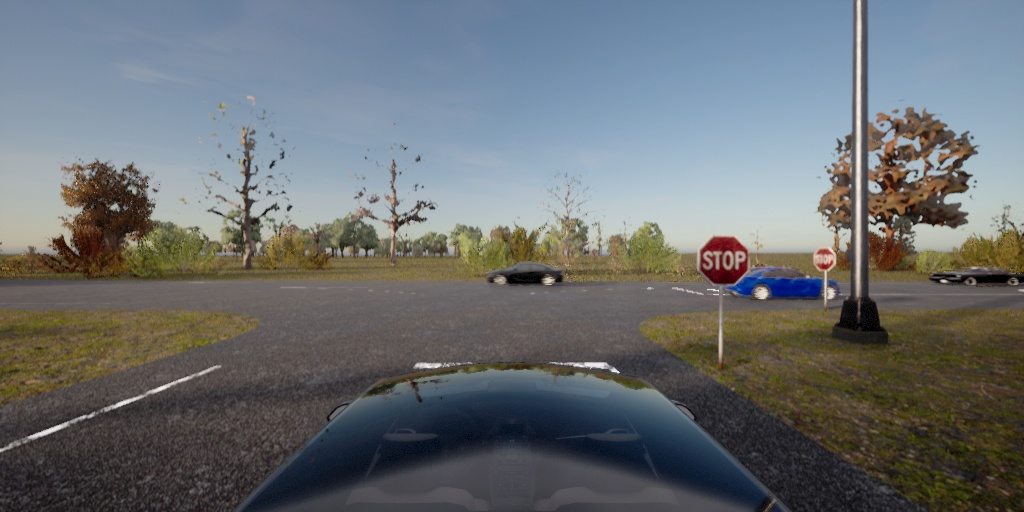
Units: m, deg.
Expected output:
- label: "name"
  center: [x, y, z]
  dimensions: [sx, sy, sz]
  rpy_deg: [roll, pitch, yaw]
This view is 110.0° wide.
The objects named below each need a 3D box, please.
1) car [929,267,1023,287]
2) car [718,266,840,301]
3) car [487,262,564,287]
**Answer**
- label: "car"
  center: [31.459, 1.394, 24.337]
  dimensions: [4.718, 1.301, 1.895]
  rpy_deg: [0, 0, -2]
- label: "car"
  center: [12.404, 1.235, 16.762]
  dimensions: [5.008, 1.535, 1.882]
  rpy_deg: [0, 0, -2]
- label: "car"
  center: [0.880, 1.176, 23.461]
  dimensions: [5.008, 1.535, 1.882]
  rpy_deg: [0, 0, -1]
